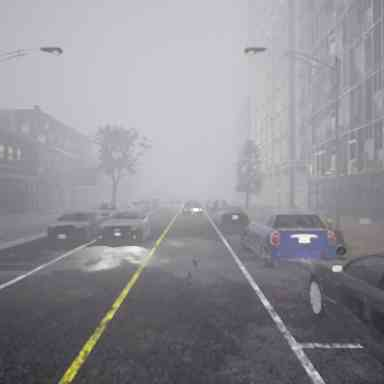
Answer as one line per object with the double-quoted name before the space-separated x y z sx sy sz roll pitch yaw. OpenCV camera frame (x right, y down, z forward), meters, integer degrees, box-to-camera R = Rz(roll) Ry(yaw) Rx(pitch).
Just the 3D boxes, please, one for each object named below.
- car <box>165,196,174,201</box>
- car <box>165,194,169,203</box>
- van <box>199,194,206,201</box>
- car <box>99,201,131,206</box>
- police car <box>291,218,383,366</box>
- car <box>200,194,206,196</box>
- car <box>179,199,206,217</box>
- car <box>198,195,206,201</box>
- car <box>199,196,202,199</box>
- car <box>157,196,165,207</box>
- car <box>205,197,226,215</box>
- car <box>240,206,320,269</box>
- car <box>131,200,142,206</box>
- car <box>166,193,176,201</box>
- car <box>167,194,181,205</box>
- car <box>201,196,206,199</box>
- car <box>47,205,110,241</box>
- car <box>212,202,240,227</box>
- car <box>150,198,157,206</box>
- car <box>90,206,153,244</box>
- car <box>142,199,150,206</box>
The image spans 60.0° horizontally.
"car" -5.682 1.613 84.475 1.802 1.307 4.206 1 0 0
"car" -5.681 1.574 67.543 2.008 1.369 4.403 1 0 0
"van" 2.669 1.373 84.421 1.690 1.788 3.998 1 0 0
"car" -5.677 1.445 22.391 1.967 1.590 4.097 1 0 0
"police car" 3.134 1.426 4.485 1.930 1.638 5.238 0 0 0
"car" 2.667 1.547 62.014 1.752 1.417 4.829 1 0 0
"car" 0.083 1.609 31.320 1.895 1.301 4.718 0 0 0
"car" 2.665 1.601 90.064 1.947 1.339 4.313 1 0 0
"car" 0.065 1.579 45.840 1.994 1.385 4.181 0 0 1
"car" -5.681 1.582 50.611 1.947 1.339 4.313 1 0 0
"car" 2.669 1.450 33.624 1.967 1.590 4.097 1 0 0
"car" 3.113 1.355 11.346 2.097 1.767 4.553 0 0 0
"car" -5.679 1.532 27.865 1.752 1.417 4.829 1 0 0
"car" -5.678 1.350 90.119 2.192 1.841 5.009 1 0 0
"car" -3.002 1.606 60.842 1.994 1.385 4.181 0 0 0
"car" 2.667 1.580 44.912 1.947 1.339 4.313 1 0 0
"car" -5.679 1.570 16.746 1.947 1.339 4.313 1 0 0
"car" 2.668 1.572 22.335 1.947 1.339 4.313 1 0 0
"car" -5.680 1.556 39.322 1.887 1.381 4.507 1 0 0
"car" -3.099 1.567 15.801 1.994 1.385 4.181 0 0 0
"car" -5.680 1.591 33.678 1.802 1.307 4.206 1 0 0
